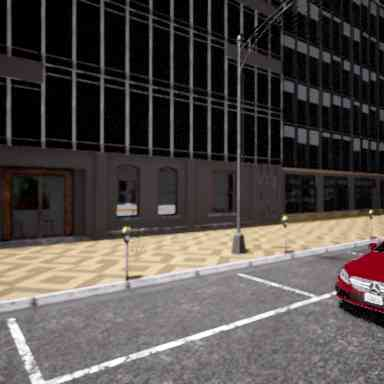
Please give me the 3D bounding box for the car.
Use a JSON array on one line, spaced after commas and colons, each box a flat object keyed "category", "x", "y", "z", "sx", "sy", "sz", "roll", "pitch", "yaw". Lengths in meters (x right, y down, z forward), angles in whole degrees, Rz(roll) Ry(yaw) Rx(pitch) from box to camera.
[{"category": "car", "x": 4.908, "y": 1.513, "z": 6.878, "sx": 4.674, "sy": 1.442, "sz": 1.812, "roll": 0, "pitch": 0, "yaw": -35}]
